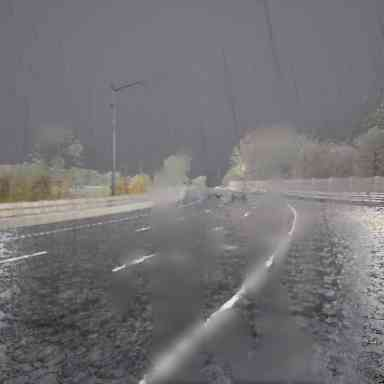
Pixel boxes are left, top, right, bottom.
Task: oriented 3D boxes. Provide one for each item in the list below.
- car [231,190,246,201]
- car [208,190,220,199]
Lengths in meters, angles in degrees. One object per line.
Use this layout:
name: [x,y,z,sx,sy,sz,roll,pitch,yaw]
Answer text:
car: [6.564,0.399,46.884,2.128,1.511,4.902,0,1,5]
car: [3.500,0.357,53.187,1.895,1.301,4.718,0,1,2]
